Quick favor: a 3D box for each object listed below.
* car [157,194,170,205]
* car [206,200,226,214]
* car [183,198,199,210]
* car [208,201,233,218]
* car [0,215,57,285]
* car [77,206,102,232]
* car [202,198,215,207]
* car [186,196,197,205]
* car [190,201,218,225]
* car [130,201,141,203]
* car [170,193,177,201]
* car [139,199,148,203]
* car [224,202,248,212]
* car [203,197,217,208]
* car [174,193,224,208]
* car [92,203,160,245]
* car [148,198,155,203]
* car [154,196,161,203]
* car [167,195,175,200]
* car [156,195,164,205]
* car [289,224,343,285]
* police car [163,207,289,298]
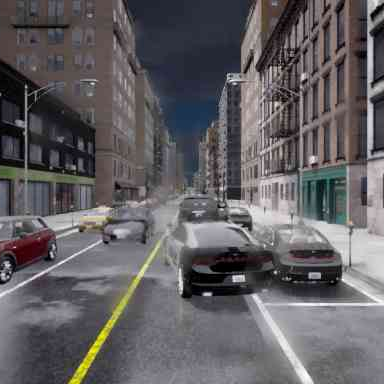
[{"bbox_3d":[-5.524,1.297,57.986,2.192,1.841,5.009,0,0,0],"label":"car"},{"bbox_3d":[2.553,1.562,36.345,1.947,1.339,4.313,0,0,0],"label":"car"},{"bbox_3d":[-0.095,1.539,45.325,2.033,1.411,5.357,0,0,0],"label":"car"},{"bbox_3d":[2.566,1.563,30.933,1.947,1.339,4.313,0,0,0],"label":"car"},{"bbox_3d":[-5.408,1.440,9.272,1.967,1.590,4.097,0,0,0],"label":"car"},{"bbox_3d":[-5.433,1.524,19.927,1.752,1.417,4.829,0,0,0],"label":"car"},{"bbox_3d":[2.514,1.568,52.584,1.802,1.307,4.206,0,0,0],"label":"car"},{"bbox_3d":[-0.140,1.507,59.349,1.812,1.442,4.674,0,0,0],"label":"car"},{"bbox_3d":[0.768,1.476,24.806,1.882,1.535,5.008,0,0,0],"label":"car"},{"bbox_3d":[-5.447,1.564,25.510,1.947,1.339,4.313,0,0,0],"label":"car"},{"bbox_3d":[-5.587,1.513,84.450,2.008,1.369,4.403,0,0,0],"label":"car"},{"bbox_3d":[-5.459,1.523,30.753,1.752,1.417,4.829,0,0,0],"label":"car"},{"bbox_3d":[2.591,1.549,20.107,2.008,1.369,4.403,0,0,0],"label":"car"},{"bbox_3d":[2.527,1.515,47.341,1.752,1.417,4.829,0,0,0],"label":"car"},{"bbox_3d":[0.439,1.221,18.875,2.150,2.045,5.566,0,0,2],"label":"car"},{"bbox_3d":[-2.785,1.490,15.559,2.128,1.511,4.902,0,0,0],"label":"car"},{"bbox_3d":[-5.472,1.578,36.336,1.802,1.307,4.206,0,0,0],"label":"car"},{"bbox_3d":[-5.485,1.544,41.748,2.008,1.369,4.403,0,0,0],"label":"car"},{"bbox_3d":[-5.600,1.502,89.904,1.887,1.381,4.507,0,0,0],"label":"car"},{"bbox_3d":[-5.498,1.541,47.161,2.008,1.369,4.403,0,0,0],"label":"car"},{"bbox_3d":[2.617,1.550,9.282,2.008,1.369,4.403,0,0,0],"label":"car"},{"bbox_3d":[0.362,1.424,8.790,1.930,1.638,5.238,0,0,-12],"label":"police car"}]
